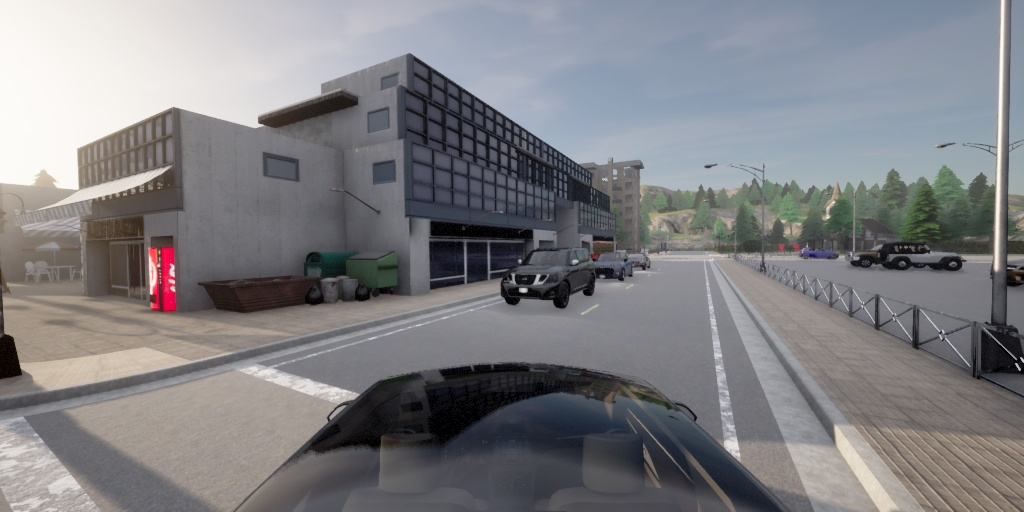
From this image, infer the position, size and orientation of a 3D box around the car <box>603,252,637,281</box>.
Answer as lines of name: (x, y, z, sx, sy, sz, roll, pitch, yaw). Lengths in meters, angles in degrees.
car: (6.267, 0.539, 22.671, 2.097, 1.767, 4.553, 0, 2, 28)

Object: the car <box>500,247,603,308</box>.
car: (1.656, 0.679, 13.983, 2.150, 2.045, 5.566, 0, 1, 28)

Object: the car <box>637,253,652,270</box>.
car: (11.069, 0.431, 31.707, 1.812, 1.442, 4.674, 0, 2, 28)
